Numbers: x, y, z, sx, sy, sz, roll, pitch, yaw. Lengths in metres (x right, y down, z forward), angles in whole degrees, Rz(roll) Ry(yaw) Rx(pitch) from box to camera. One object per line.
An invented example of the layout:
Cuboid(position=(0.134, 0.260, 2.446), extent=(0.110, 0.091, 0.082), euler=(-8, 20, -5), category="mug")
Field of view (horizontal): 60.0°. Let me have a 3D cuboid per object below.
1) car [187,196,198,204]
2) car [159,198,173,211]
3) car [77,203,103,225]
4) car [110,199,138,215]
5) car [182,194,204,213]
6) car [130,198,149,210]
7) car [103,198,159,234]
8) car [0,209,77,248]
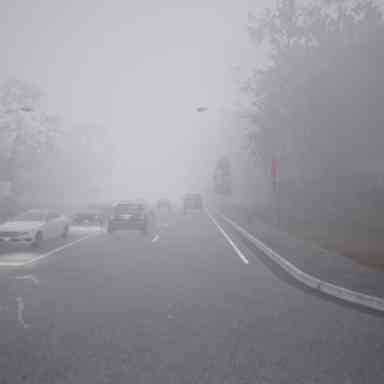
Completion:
Cuboid(position=(0.110, 1.513, 63.595), extent=(1.882, 1.535, 5.008), euler=(0, 0, 0), category="car")
Cuboid(position=(-3.390, 1.527, 40.687), extent=(1.837, 1.490, 4.892), euler=(0, 0, 0), category="car")
Cuboid(position=(-7.030, 1.561, 24.800), extent=(2.033, 1.411, 5.357), euler=(0, 0, 1), category="car")
Cuboid(position=(-6.992, 1.497, 34.578), extent=(1.882, 1.535, 5.008), euler=(0, 0, 0), category="car")
Cuboid(position=(0.107, 1.242, 37.323), extent=(2.150, 2.045, 5.566), euler=(0, 0, 0), category="car")
Cuboid(position=(-6.990, 1.530, 44.535), extent=(1.837, 1.490, 4.892), euler=(0, 0, 0), category="car")
Cuboid(position=(-3.395, 1.363, 19.422), extent=(2.097, 1.767, 4.553), euler=(0, 0, 0), category="car")
Cuboid(position=(-7.081, 1.534, 15.074), extent=(1.812, 1.442, 4.674), euler=(0, 0, 0), category="car")
